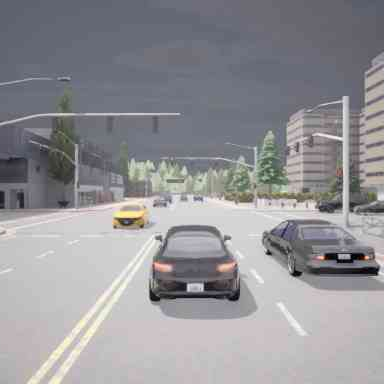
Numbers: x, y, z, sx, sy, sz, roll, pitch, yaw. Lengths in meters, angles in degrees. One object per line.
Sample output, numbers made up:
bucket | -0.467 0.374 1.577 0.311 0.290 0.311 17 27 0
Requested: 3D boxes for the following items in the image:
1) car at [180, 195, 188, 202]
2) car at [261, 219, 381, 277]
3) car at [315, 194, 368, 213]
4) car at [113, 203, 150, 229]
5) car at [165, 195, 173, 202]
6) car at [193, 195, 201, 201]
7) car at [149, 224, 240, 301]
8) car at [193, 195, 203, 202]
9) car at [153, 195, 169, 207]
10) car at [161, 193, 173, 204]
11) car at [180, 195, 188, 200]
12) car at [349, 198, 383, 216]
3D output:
car | -1.922 1.533 78.102 2.033 1.411 5.357 0 0 -1
car | 3.533 1.547 10.240 2.033 1.411 5.357 0 0 0
car | 16.284 1.222 35.967 5.566 2.045 2.150 0 0 -2
car | -3.874 1.477 21.770 1.882 1.535 5.008 0 0 -2
car | -5.456 1.477 79.357 1.837 1.490 4.892 0 0 -1
car | 1.302 1.500 88.810 1.837 1.490 4.892 0 0 -1
car | 0.035 1.526 8.182 1.812 1.442 4.674 0 0 -1
car | 1.565 1.478 78.672 1.882 1.535 5.008 0 0 -1
car | -4.783 1.526 50.408 1.812 1.442 4.674 0 0 -2
car | -5.107 1.223 64.409 2.150 2.045 5.566 0 0 -1
car | -2.197 1.467 88.737 1.994 1.385 4.181 0 0 -1
car | 18.220 1.526 32.499 4.674 1.442 1.812 0 0 -2
